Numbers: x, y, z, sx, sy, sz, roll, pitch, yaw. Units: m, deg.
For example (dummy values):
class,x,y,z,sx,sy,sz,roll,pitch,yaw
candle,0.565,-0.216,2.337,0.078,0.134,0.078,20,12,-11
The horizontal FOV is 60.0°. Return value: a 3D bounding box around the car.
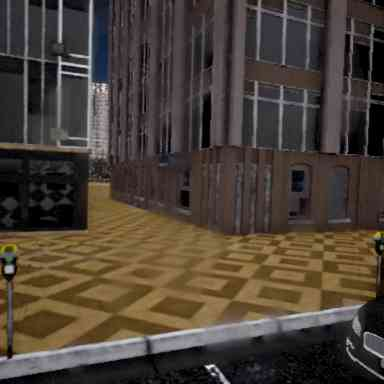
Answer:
class,x,y,z,sx,sy,sz,roll,pitch,yaw
car,3.958,1.525,4.083,4.403,1.369,2.008,1,2,-22
